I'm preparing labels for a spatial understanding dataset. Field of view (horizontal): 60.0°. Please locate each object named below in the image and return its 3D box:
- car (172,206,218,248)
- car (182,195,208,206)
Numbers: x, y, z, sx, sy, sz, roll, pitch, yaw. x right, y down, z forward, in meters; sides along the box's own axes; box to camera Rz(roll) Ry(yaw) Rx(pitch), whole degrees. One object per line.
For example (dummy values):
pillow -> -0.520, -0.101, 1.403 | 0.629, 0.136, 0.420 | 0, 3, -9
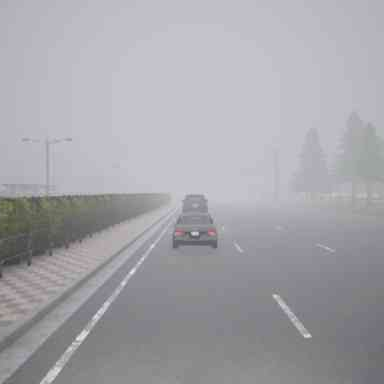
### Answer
car -> 0.131, 1.560, 14.592 | 2.033, 1.411, 5.357 | 0, 0, 1
car -> 0.272, 1.255, 29.621 | 2.150, 2.045, 5.566 | 0, 0, 1
